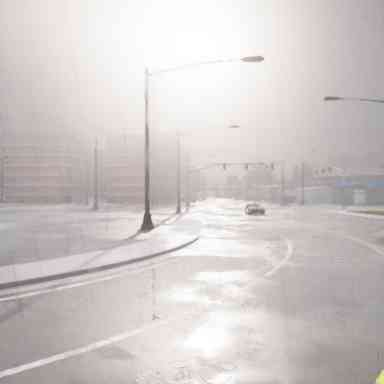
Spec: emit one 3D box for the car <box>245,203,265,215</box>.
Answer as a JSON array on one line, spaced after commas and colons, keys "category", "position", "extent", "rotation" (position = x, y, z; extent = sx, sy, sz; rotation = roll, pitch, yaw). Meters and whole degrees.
[{"category": "car", "position": [7.516, 2.002, 39.991], "extent": [2.033, 1.411, 5.357], "rotation": [0, -1, 2]}]
